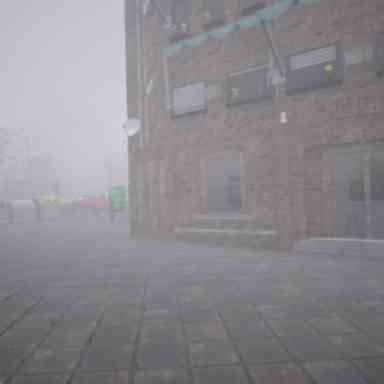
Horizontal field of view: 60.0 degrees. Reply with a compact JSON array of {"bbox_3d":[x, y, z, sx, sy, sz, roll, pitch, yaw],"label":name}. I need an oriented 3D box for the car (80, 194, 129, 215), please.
[{"bbox_3d":[-8.868,1.407,35.229,5.008,1.535,2.097,-2,2,23],"label":"car"}]

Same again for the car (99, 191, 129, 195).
[{"bbox_3d":[-7.786,1.157,37.835,4.553,1.767,2.185,-2,2,23],"label":"car"}]

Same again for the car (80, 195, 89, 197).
[{"bbox_3d":[-17.016,1.510,47.455,4.674,1.452,2.002,-2,2,23],"label":"car"}]

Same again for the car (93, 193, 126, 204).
[{"bbox_3d":[-13.693,1.029,55.135,5.008,1.535,2.097,-2,2,23],"label":"car"}]

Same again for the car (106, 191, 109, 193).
[{"bbox_3d":[-14.810,1.178,52.579,4.892,1.521,2.231,-2,2,23],"label":"car"}]

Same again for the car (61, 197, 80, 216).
[{"bbox_3d":[-14.042,1.691,34.739,2.163,1.488,4.792,-2,1,23],"label":"car"}]

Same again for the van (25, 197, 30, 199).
[{"bbox_3d":[-19.132,1.528,42.280,4.442,1.987,1.878,-2,2,23],"label":"van"}]

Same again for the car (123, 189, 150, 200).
[{"bbox_3d":[-10.466,0.471,62.715,4.553,1.767,2.185,-2,2,23],"label":"car"}]
